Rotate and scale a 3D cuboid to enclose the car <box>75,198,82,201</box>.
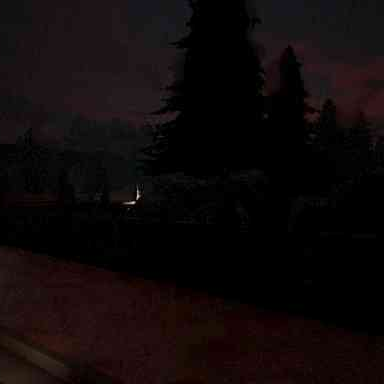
[{"bbox_3d":[-18.382,1.522,49.295,1.812,1.442,4.674,0,0,36],"label":"car"}]
